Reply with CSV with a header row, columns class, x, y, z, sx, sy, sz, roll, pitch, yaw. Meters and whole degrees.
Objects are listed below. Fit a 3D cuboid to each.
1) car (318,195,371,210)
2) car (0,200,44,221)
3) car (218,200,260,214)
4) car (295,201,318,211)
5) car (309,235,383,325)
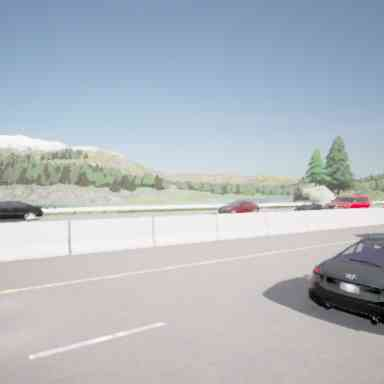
class,x,y,z,sx,sy,sz,roll,pitch,yaw
car,14.715,1.330,31.384,5.566,2.045,2.150,0,0,-35
car,-13.602,1.382,24.383,5.008,1.535,1.882,0,0,-35
car,4.756,1.566,33.007,4.674,1.442,1.812,1,0,-35
car,12.494,1.664,34.106,4.181,1.385,1.994,0,0,-35
car,4.291,1.595,6.760,4.181,1.385,1.994,0,0,-35
